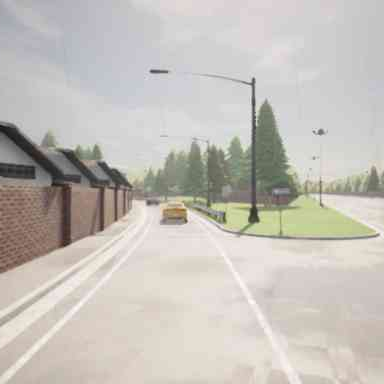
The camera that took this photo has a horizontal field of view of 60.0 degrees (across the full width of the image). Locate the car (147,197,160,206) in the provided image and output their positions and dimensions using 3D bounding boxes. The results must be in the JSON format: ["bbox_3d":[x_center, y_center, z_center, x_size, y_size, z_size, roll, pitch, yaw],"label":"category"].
[{"bbox_3d":[-6.858,1.680,58.480,1.837,1.490,4.892,0,0,-15],"label":"car"}]

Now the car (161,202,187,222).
[{"bbox_3d":[-1.462,1.557,27.078,1.882,1.535,5.008,0,0,-5],"label":"car"}]
